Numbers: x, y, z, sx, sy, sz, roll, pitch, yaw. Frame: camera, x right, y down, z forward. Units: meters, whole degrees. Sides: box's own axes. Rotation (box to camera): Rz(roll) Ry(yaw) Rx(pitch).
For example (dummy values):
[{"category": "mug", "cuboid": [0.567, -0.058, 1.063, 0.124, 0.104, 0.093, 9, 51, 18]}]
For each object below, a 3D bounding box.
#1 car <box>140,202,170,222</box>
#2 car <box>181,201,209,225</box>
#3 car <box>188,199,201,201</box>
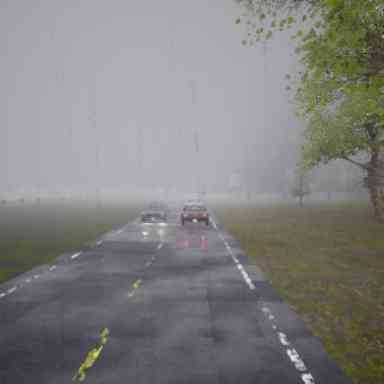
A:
[{"category": "car", "cuboid": [-2.715, 1.488, 25.843, 2.033, 1.411, 5.357, 0, 0, 0]}, {"category": "car", "cuboid": [0.211, 1.548, 23.771, 1.895, 1.301, 4.718, 0, 0, 0]}, {"category": "car", "cuboid": [0.320, 1.502, 41.748, 1.895, 1.301, 4.718, 0, 0, 0]}]
